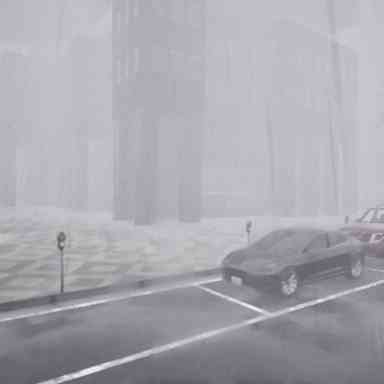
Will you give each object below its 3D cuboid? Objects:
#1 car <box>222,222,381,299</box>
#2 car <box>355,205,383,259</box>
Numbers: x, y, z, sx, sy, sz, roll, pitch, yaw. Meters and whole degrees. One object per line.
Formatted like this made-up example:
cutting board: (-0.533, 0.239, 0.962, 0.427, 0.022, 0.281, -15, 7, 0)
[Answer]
car: (2.769, 1.612, 8.605, 4.313, 1.339, 1.947, 1, 0, -35)
car: (7.198, 1.401, 11.743, 5.009, 1.841, 2.192, 1, 0, -35)
